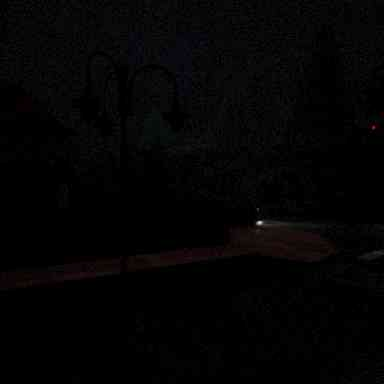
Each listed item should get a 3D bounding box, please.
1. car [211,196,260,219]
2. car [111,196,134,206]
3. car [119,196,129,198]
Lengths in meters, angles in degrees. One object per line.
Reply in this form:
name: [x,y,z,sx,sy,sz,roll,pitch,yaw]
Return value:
car: [3.023,1.191,25.412,2.097,1.767,4.553,0,0,-36]
car: [-10.717,1.364,51.001,1.812,1.442,4.674,0,0,-36]
car: [-8.480,1.364,41.511,1.812,1.442,4.674,0,0,-35]
